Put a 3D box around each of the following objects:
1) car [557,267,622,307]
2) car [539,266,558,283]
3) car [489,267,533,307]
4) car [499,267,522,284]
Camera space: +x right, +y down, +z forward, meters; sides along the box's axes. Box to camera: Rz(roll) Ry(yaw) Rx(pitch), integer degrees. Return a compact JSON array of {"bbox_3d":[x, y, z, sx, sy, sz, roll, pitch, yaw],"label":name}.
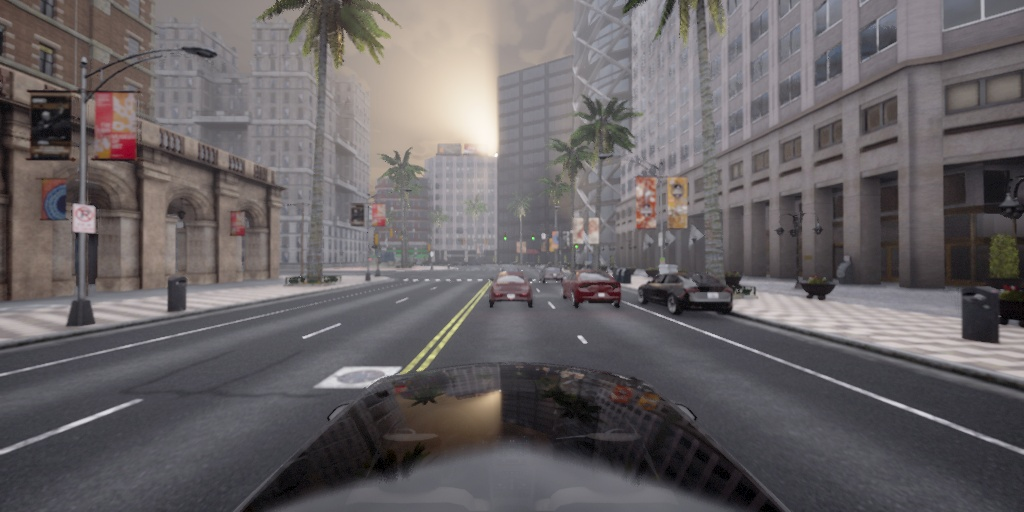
[{"bbox_3d":[3.459,1.364,16.322,1.882,1.535,5.008,0,0,0],"label":"car"},{"bbox_3d":[3.381,1.569,30.839,2.033,1.411,5.357,0,-1,0],"label":"car"},{"bbox_3d":[-0.042,1.411,16.230,1.812,1.442,4.674,0,0,0],"label":"car"},{"bbox_3d":[-0.119,1.623,30.937,1.895,1.301,4.718,0,0,0],"label":"car"}]
